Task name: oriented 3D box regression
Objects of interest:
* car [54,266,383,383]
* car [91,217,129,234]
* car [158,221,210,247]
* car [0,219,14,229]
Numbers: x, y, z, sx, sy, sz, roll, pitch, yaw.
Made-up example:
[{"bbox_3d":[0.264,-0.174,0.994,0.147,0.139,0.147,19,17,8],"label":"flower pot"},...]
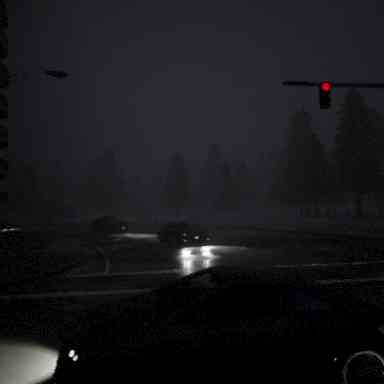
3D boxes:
[{"bbox_3d":[0.425,1.763,4.470,4.181,1.385,1.994,-1,-2,-6],"label":"car"},{"bbox_3d":[-7.840,3.096,31.618,2.128,1.511,4.902,1,-4,-44],"label":"car"},{"bbox_3d":[-0.589,2.487,20.498,1.994,1.385,4.181,0,-3,-26],"label":"car"},{"bbox_3d":[-25.614,4.089,42.657,5.357,1.411,2.033,-2,-3,16],"label":"car"}]
